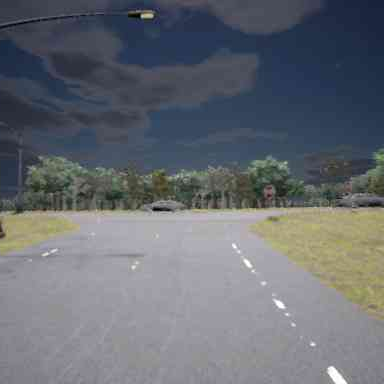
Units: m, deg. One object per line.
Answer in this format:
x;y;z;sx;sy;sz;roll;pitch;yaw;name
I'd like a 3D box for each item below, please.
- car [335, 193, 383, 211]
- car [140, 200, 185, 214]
15.300;0.861;29.494;4.902;1.511;2.128;-1;-3;-1;car
-3.168;1.636;36.179;4.902;1.511;2.128;0;-2;0;car
